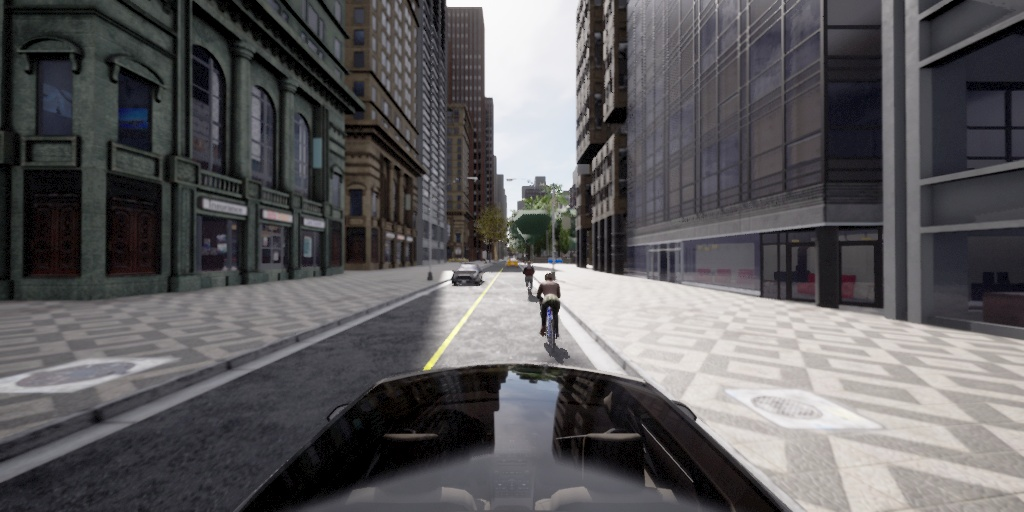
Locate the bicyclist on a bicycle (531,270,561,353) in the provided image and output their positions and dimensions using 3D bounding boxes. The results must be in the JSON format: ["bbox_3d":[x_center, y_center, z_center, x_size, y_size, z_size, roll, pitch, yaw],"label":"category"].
[{"bbox_3d":[0.823,1.200,7.867,0.582,1.620,1.656,0,0,0],"label":"bicyclist on a bicycle"}]

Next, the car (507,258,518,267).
[{"bbox_3d":[0.097,1.245,65.072,1.882,1.535,5.008,0,-1,-1],"label":"car"}]

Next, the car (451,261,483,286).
[{"bbox_3d":[-3.101,1.291,25.851,2.033,1.411,5.357,0,0,0],"label":"car"}]

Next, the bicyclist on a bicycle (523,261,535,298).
[{"bbox_3d":[0.823,1.115,17.479,0.659,1.776,1.843,0,0,0],"label":"bicyclist on a bicycle"}]
